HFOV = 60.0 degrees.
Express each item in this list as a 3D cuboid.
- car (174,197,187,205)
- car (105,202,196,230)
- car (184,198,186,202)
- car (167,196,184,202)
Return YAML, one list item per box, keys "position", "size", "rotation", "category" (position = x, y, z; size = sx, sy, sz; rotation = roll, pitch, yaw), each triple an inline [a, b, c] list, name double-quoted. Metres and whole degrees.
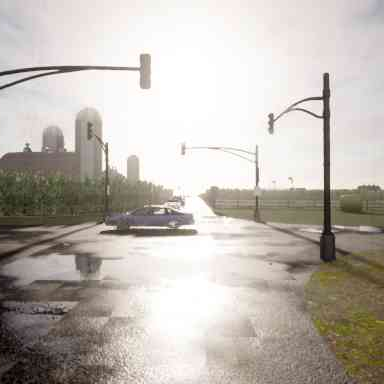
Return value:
- position: [-2.060, 1.621, 60.168]
  size: [2.033, 1.411, 5.357]
  rotation: [0, 0, 1]
  category: "car"
- position: [-2.464, 1.530, 20.214]
  size: [5.357, 1.411, 2.033]
  rotation: [0, 0, -3]
  category: "car"
- position: [-2.177, 1.406, 49.987]
  size: [2.097, 1.767, 4.553]
  rotation: [0, 0, 1]
  category: "car"
- position: [-2.271, 1.565, 40.160]
  size: [1.812, 1.442, 4.674]
  rotation: [0, 0, 1]
  category: "car"
